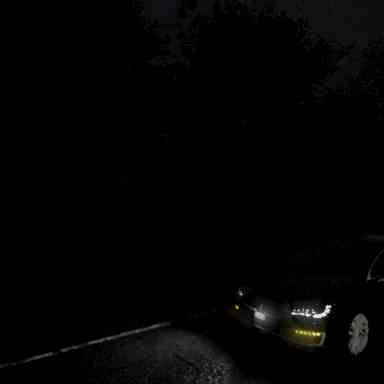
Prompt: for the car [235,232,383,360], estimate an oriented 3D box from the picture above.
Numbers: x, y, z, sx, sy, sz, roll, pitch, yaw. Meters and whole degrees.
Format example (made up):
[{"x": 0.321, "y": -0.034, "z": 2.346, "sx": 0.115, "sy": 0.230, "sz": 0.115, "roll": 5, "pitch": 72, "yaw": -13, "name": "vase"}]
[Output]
[{"x": 2.941, "y": 1.551, "z": 6.077, "sx": 4.892, "sy": 1.490, "sz": 1.837, "roll": 2, "pitch": -1, "yaw": -35, "name": "car"}]
